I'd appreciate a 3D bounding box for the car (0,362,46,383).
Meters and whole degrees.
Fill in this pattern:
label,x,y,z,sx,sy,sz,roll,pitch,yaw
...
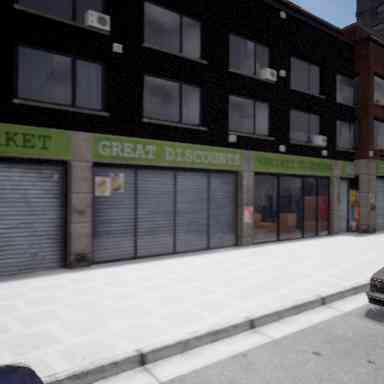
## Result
label,x,y,z,sx,sy,sz,roll,pitch,yaw
car,-2.484,1.560,0.995,4.181,1.385,1.994,0,0,-36

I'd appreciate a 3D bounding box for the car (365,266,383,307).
label,x,y,z,sx,sy,sz,roll,pitch,yaw
car,5.784,1.557,6.873,5.357,1.411,2.033,0,0,-35
